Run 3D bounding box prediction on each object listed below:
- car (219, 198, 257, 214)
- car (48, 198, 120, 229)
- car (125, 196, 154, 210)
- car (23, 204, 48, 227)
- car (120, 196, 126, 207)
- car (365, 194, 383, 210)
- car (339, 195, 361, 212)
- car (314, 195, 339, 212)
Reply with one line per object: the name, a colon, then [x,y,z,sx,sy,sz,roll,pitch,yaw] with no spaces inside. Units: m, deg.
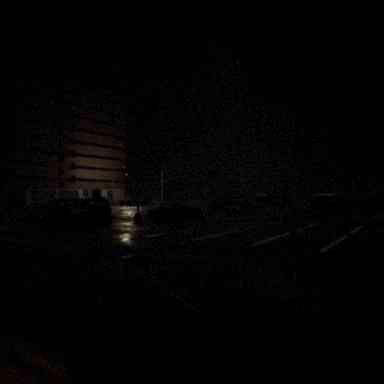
car: [4.923,1.580,35.138,1.970,1.475,3.806,-1,0,34]
car: [-7.093,1.365,22.175,1.905,1.878,3.866,-1,0,34]
car: [-9.532,1.840,61.585,2.097,1.767,4.553,-1,0,34]
car: [-9.462,1.394,23.839,1.932,1.855,4.605,-1,0,34]
car: [-11.939,1.755,64.266,2.150,2.045,5.566,-1,-1,34]
car: [22.801,1.216,41.352,1.932,1.855,4.605,-1,0,34]
car: [20.551,1.457,42.810,1.784,1.438,3.905,-1,0,34]
car: [18.152,1.521,44.429,1.970,1.475,3.806,-1,0,34]
